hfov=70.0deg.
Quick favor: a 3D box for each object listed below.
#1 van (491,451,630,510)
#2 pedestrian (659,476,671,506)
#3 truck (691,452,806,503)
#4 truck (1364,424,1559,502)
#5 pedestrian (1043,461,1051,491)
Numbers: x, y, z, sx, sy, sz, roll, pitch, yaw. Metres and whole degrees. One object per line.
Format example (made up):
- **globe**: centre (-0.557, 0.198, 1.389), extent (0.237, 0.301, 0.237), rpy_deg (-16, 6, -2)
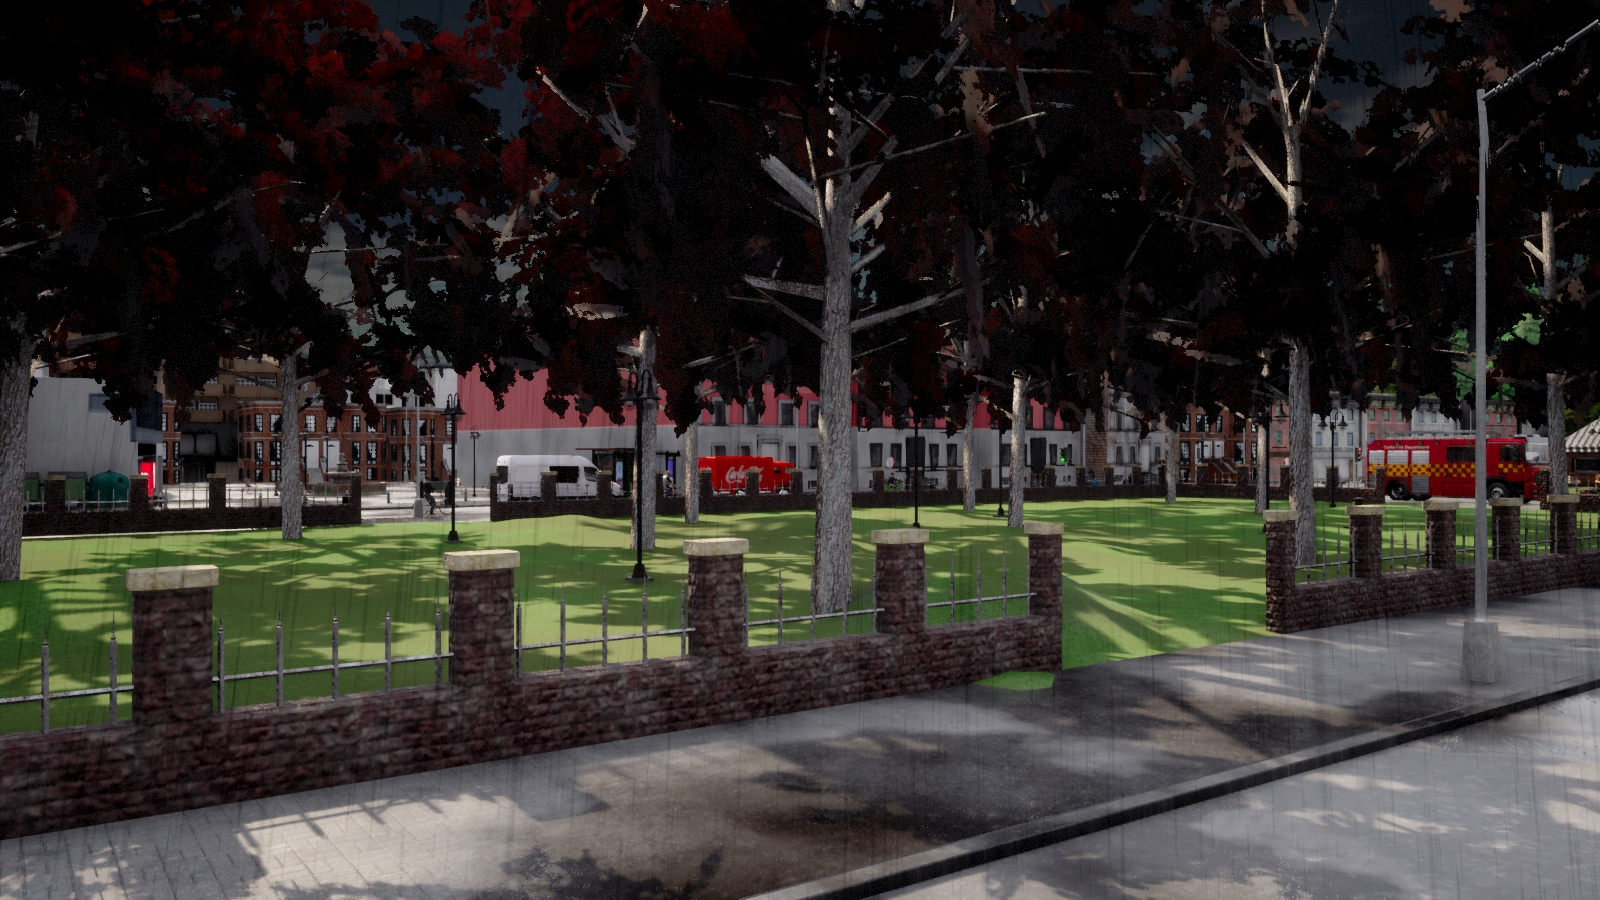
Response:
- **van**: centre (-10.854, 1.306, 52.106), extent (5.915, 2.561, 1.988), rpy_deg (0, 0, -35)
- **pedestrian**: centre (-5.876, 1.794, 49.716), extent (0.375, 1.300, 0.375), rpy_deg (0, 0, -35)
- **truck**: centre (-2.582, 1.335, 57.891), extent (5.204, 2.467, 2.627), rpy_deg (0, 0, -35)
- **truck**: centre (34.631, 0.645, 60.204), extent (2.891, 3.827, 8.468), rpy_deg (0, 0, -34)
- **pedestrian**: centre (15.261, 1.607, 70.607), extent (0.375, 1.860, 0.375), rpy_deg (0, 0, -21)
